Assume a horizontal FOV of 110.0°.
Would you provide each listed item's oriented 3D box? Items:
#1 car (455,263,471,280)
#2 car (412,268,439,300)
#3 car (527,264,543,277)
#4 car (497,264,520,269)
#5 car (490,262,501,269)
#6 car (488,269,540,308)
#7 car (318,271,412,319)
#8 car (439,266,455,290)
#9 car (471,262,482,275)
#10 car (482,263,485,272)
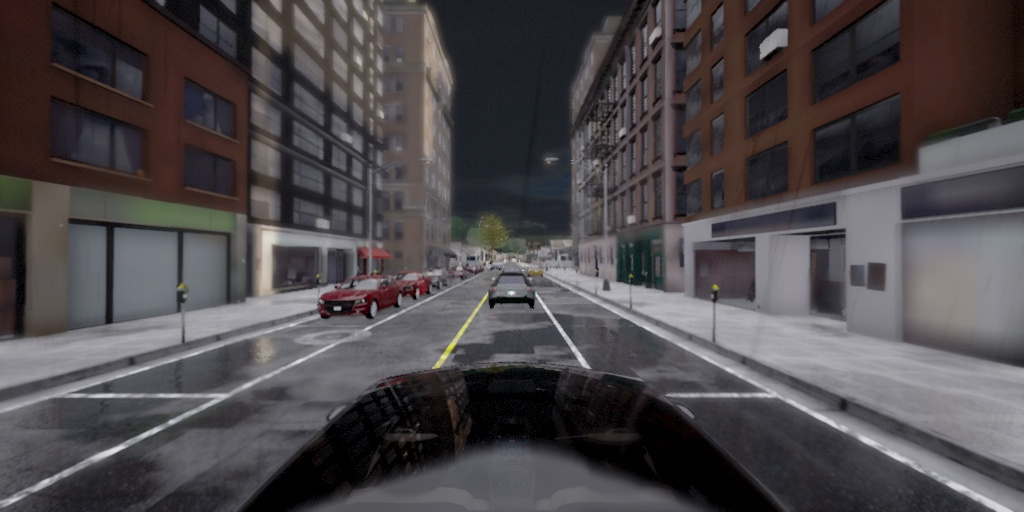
[{"bbox_3d":[-5.415,1.643,35.369,1.802,1.307,4.207,0,0,0],"label":"car"},{"bbox_3d":[-5.413,1.453,18.858,1.888,1.381,4.507,0,0,0],"label":"car"},{"bbox_3d":[2.632,1.637,41.048,1.751,1.417,4.829,0,0,0],"label":"car"},{"bbox_3d":[-0.014,1.621,30.950,1.895,1.301,4.718,0,0,0],"label":"car"},{"bbox_3d":[-2.787,1.835,62.191,1.812,1.442,4.674,0,-1,0],"label":"car"},{"bbox_3d":[-0.005,1.447,16.151,1.994,1.385,4.181,0,0,0],"label":"car"},{"bbox_3d":[-5.413,1.402,13.355,1.888,1.381,4.507,0,0,0],"label":"car"},{"bbox_3d":[-5.414,1.510,24.361,2.007,1.370,4.403,0,0,0],"label":"car"},{"bbox_3d":[-5.417,1.602,46.376,1.967,1.591,4.097,0,0,0],"label":"car"},{"bbox_3d":[-5.417,1.653,51.880,1.967,1.591,4.097,0,0,0],"label":"car"}]
